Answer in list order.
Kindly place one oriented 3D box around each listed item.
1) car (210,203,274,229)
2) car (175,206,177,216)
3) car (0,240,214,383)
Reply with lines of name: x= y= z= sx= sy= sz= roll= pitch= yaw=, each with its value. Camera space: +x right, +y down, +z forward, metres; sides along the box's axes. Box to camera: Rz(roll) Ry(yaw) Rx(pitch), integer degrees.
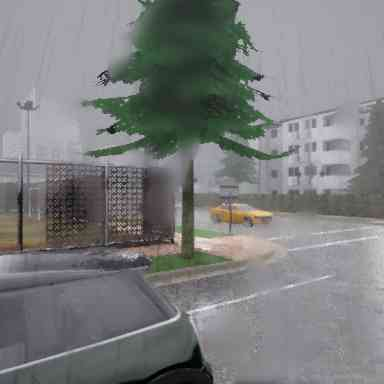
car: x=3.248 y=1.499 z=22.456 sx=1.882 sy=1.535 sz=5.008 roll=0 pitch=0 yaw=-35
car: x=-3.291 y=1.499 z=31.718 sx=1.882 sy=1.535 sz=5.008 roll=0 pitch=0 yaw=-35
car: x=-2.068 y=1.352 z=2.392 sx=4.553 sy=1.767 sz=2.097 roll=0 pitch=0 yaw=-36
